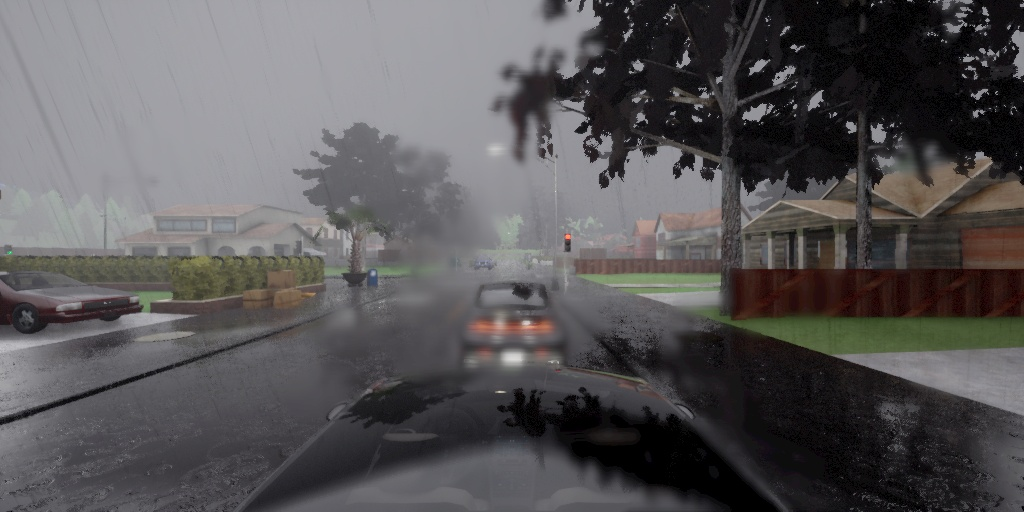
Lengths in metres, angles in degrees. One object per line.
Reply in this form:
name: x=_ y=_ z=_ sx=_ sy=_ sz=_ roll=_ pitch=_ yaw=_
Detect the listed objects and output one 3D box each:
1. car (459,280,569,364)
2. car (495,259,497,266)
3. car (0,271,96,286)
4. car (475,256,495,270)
car: x=0.046 y=1.255 z=7.667 sx=1.837 sy=1.490 sz=4.892 roll=0 pitch=0 yaw=1
car: x=-4.039 y=1.241 z=62.319 sx=2.128 sy=1.511 sz=4.902 roll=0 pitch=0 yaw=0
car: x=-34.206 y=1.242 z=26.757 sx=4.902 sy=1.511 sz=2.128 roll=0 pitch=0 yaw=0
car: x=-4.072 y=0.971 z=52.269 sx=2.150 sy=2.045 sz=5.566 roll=0 pitch=0 yaw=0
